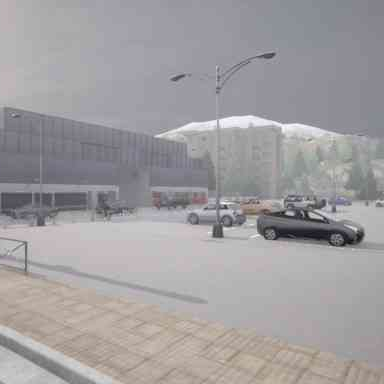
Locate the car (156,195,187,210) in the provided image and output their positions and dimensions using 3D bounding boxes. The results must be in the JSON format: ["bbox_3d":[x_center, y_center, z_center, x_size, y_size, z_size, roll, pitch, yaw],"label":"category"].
[{"bbox_3d":[-2.730,1.398,47.056,2.150,2.045,5.566,0,0,36],"label":"car"}]

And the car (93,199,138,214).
[{"bbox_3d":[-8.765,1.668,38.608,2.128,1.511,4.902,0,0,35],"label":"car"}]

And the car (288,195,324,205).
[{"bbox_3d":[12.420,1.269,37.747,3.866,1.878,1.905,0,0,35],"label":"car"}]

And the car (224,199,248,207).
[{"bbox_3d":[7.307,1.777,54.824,1.895,1.301,4.718,0,0,35],"label":"car"}]

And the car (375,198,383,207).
[{"bbox_3d":[28.972,1.576,48.688,3.806,1.475,1.970,0,0,35],"label":"car"}]

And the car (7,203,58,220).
[{"bbox_3d":[-14.527,1.740,30.514,1.994,1.385,4.181,0,0,35],"label":"car"}]

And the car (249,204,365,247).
[{"bbox_3d":[5.170,1.490,14.834,4.514,1.523,2.007,0,0,35],"label":"car"}]

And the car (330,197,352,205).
[{"bbox_3d":[24.652,1.565,55.418,3.633,1.501,1.845,0,0,35],"label":"car"}]

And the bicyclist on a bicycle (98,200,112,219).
[{"bbox_3d":[-7.282,1.477,27.788,1.656,1.620,0.582,0,0,35],"label":"bicyclist on a bicycle"}]

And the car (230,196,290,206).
[{"bbox_3d":[5.005,1.345,27.321,5.027,1.636,2.152,0,0,35],"label":"car"}]

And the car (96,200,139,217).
[{"bbox_3d":[-7.496,1.668,34.012,2.128,1.511,4.902,0,0,35],"label":"car"}]

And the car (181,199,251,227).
[{"bbox_3d":[1.549,1.424,21.904,3.806,1.475,1.970,0,0,35],"label":"car"}]

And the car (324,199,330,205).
[{"bbox_3d":[13.769,1.289,40.354,4.605,1.855,1.932,0,0,35],"label":"car"}]
